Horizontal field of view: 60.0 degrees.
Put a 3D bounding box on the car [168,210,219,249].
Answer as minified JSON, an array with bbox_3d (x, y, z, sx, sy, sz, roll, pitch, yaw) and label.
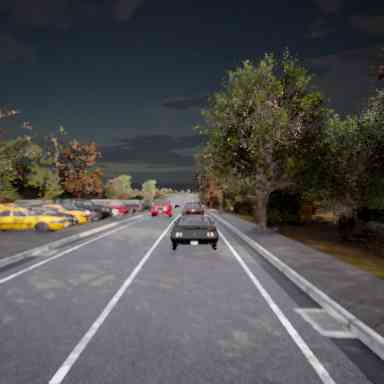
[{"bbox_3d":[0.100,1.703,15.027,1.895,1.301,4.718,0,-1,0],"label":"car"}]

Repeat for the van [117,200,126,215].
[{"bbox_3d":[-10.441,1.884,39.215,4.442,1.987,1.878,0,-2,0],"label":"van"}]

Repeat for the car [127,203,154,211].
[{"bbox_3d":[-10.304,3.018,66.936,5.008,1.535,2.097,0,-2,0],"label":"car"}]

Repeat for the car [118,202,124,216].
[{"bbox_3d":[-10.329,2.074,36.433,4.674,1.452,2.002,0,-2,0],"label":"car"}]

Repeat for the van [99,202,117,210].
[{"bbox_3d":[-23.259,3.881,91.993,4.442,1.987,1.878,0,-3,0],"label":"van"}]

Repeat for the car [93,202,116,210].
[{"bbox_3d":[-23.349,3.735,89.228,5.566,2.045,2.435,0,-2,0],"label":"car"}]

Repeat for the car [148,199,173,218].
[{"bbox_3d":[-3.344,1.809,37.893,2.150,2.045,5.566,0,-2,0],"label":"car"}]

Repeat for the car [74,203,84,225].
[{"bbox_3d":[-10.339,1.681,22.566,4.892,1.521,2.231,0,-1,0],"label":"car"}]

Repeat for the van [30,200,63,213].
[{"bbox_3d":[-23.280,2.268,53.260,4.442,1.987,1.878,0,-2,0],"label":"van"}]

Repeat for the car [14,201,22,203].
[{"bbox_3d":[-23.399,2.111,39.283,5.008,1.535,2.097,0,-2,0],"label":"car"}]

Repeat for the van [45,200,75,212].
[{"bbox_3d":[-23.277,2.431,58.649,4.442,1.987,1.878,0,-2,0],"label":"van"}]

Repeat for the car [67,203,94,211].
[{"bbox_3d":[-23.382,3.144,69.842,5.008,1.535,2.097,0,-2,0],"label":"car"}]

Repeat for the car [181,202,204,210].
[{"bbox_3d":[0.100,1.801,32.693,2.097,1.767,4.553,0,-1,0],"label":"car"}]

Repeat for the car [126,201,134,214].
[{"bbox_3d":[-10.329,2.186,41.984,5.008,1.535,2.097,0,-2,0],"label":"car"}]

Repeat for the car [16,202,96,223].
[{"bbox_3d":[-10.339,1.740,25.337,5.008,1.535,2.097,0,-1,0],"label":"car"}]

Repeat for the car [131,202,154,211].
[{"bbox_3d":[-10.277,3.013,69.715,4.553,1.767,2.185,0,-2,0],"label":"car"}]

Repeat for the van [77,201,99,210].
[{"bbox_3d":[-23.502,3.153,75.262,4.442,1.987,1.878,0,-2,0],"label":"van"}]

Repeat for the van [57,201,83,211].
[{"bbox_3d":[-23.508,2.672,64.192,4.442,1.987,1.878,0,-2,0],"label":"van"}]

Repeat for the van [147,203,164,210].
[{"bbox_3d":[-10.411,3.999,94.681,4.442,1.987,1.878,0,-2,0],"label":"van"}]

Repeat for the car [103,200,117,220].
[{"bbox_3d":[-10.301,1.631,30.891,5.566,2.045,2.435,0,-2,0],"label":"car"}]

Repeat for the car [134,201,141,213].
[{"bbox_3d":[-10.290,2.367,47.533,4.792,1.488,2.163,0,-2,0],"label":"car"}]

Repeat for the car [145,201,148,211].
[{"bbox_3d":[-10.345,2.596,55.865,4.792,1.488,2.163,0,-2,0],"label":"car"}]

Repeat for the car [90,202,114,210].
[{"bbox_3d":[-23.351,3.615,86.460,5.566,2.045,2.435,0,-2,0],"label":"car"}]

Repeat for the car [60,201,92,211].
[{"bbox_3d":[-23.361,2.767,66.961,5.566,2.045,2.435,0,-2,0],"label":"car"}]

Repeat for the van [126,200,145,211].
[{"bbox_3d":[-10.201,2.264,53.091,4.442,1.987,1.878,0,-2,0],"label":"van"}]

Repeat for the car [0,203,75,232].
[{"bbox_3d":[-10.150,1.624,19.797,5.366,1.575,1.946,0,-1,0],"label":"car"}]

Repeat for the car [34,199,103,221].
[{"bbox_3d":[-10.362,1.683,28.116,4.553,1.767,2.185,0,-2,0],"label":"car"}]

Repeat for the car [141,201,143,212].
[{"bbox_3d":[-10.321,2.454,50.309,4.674,1.452,2.002,0,-2,0],"label":"car"}]

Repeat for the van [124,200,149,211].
[{"bbox_3d":[-10.196,2.551,61.398,4.442,1.987,1.878,0,-2,0],"label":"van"}]

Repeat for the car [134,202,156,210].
[{"bbox_3d":[-10.275,3.134,72.488,4.553,1.767,2.185,0,-2,0],"label":"car"}]

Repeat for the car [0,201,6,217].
[{"bbox_3d":[-23.374,1.913,36.642,4.553,1.767,2.185,0,-2,0],"label":"car"}]

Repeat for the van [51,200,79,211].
[{"bbox_3d":[-23.509,2.557,61.550,4.442,1.987,1.878,0,-3,0],"label":"van"}]
